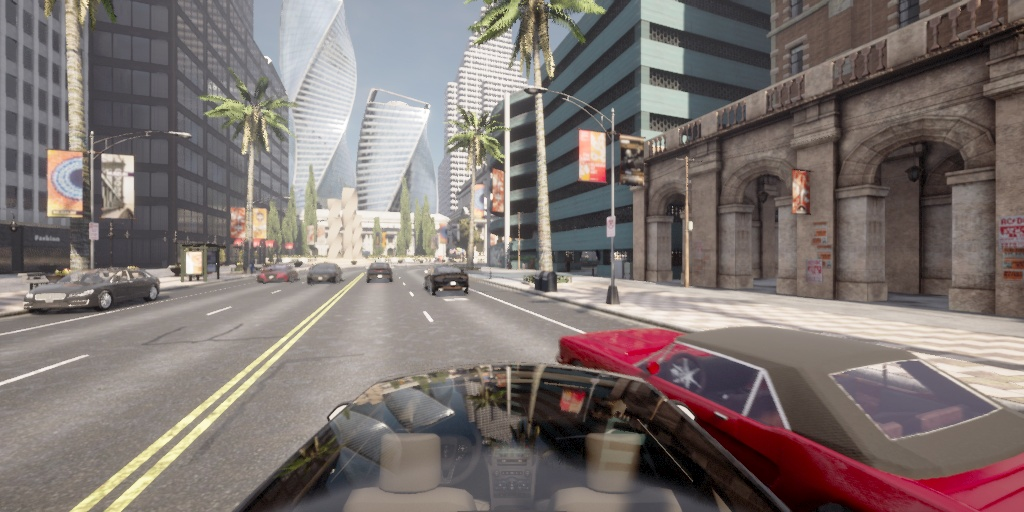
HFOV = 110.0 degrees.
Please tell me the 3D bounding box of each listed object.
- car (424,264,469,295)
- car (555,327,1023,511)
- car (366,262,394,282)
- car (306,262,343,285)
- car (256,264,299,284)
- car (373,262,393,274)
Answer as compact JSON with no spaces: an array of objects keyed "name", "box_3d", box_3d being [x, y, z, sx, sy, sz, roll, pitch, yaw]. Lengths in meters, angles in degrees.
[{"name":"car","box_3d":[-3.744,1.225,20.032,1.882,1.535,5.008,0,0,-20]},{"name":"car","box_3d":[2.207,1.350,3.423,1.895,1.301,4.718,0,0,-20]},{"name":"car","box_3d":[-10.615,1.250,28.836,1.837,1.490,4.892,0,0,-20]},{"name":"car","box_3d":[-13.613,1.224,26.254,1.882,1.535,5.008,0,0,-20]},{"name":"car","box_3d":[-17.648,1.310,27.170,1.994,1.385,4.181,0,0,-19]},{"name":"car","box_3d":[-15.294,1.345,42.655,1.895,1.301,4.718,0,0,-16]}]
